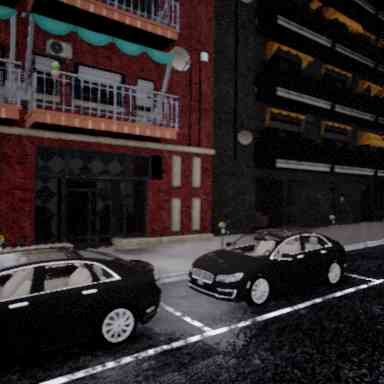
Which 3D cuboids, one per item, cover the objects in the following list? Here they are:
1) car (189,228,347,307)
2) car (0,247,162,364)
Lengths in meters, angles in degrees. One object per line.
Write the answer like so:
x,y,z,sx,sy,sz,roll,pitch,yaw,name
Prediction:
1.958,1.581,7.945,4.403,1.369,2.008,0,0,-35,car
-2.539,1.554,4.738,4.403,1.369,2.008,0,0,-35,car
